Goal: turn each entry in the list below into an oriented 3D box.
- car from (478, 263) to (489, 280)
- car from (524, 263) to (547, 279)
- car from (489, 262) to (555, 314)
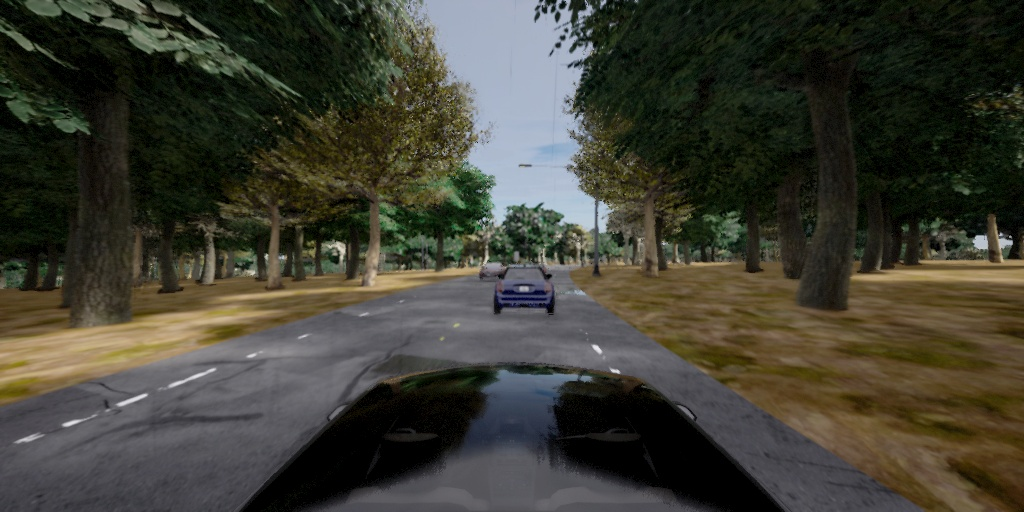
[{"bbox_3d":[-1.617,1.268,31.201,1.812,1.442,4.674,0,0,7],"label":"car"},{"bbox_3d":[2.277,1.348,33.565,1.895,1.301,4.718,0,0,7],"label":"car"},{"bbox_3d":[0.499,1.096,13.924,2.097,1.767,4.553,0,0,3],"label":"car"}]
